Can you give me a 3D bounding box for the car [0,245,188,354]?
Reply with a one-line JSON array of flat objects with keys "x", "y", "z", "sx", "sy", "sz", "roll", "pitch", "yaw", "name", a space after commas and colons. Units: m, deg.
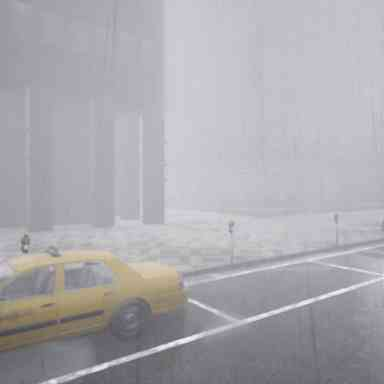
[{"x": -2.348, "y": 1.524, "z": 4.976, "sx": 4.829, "sy": 1.417, "sz": 1.752, "roll": 0, "pitch": 0, "yaw": -35, "name": "car"}]
